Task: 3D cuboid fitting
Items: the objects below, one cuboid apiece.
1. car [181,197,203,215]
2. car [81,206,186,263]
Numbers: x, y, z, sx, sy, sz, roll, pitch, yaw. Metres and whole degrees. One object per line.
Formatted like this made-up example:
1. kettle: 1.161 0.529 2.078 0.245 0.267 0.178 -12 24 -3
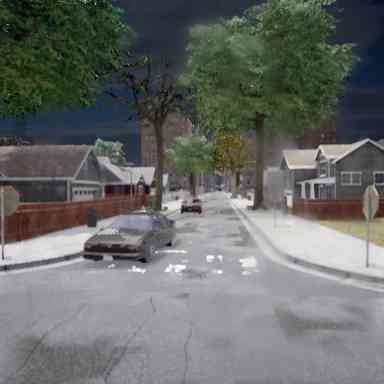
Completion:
1. car: 0.023 1.235 31.381 1.882 1.535 5.008 0 0 4
2. car: -1.876 1.454 11.983 2.033 1.411 5.357 0 0 11
